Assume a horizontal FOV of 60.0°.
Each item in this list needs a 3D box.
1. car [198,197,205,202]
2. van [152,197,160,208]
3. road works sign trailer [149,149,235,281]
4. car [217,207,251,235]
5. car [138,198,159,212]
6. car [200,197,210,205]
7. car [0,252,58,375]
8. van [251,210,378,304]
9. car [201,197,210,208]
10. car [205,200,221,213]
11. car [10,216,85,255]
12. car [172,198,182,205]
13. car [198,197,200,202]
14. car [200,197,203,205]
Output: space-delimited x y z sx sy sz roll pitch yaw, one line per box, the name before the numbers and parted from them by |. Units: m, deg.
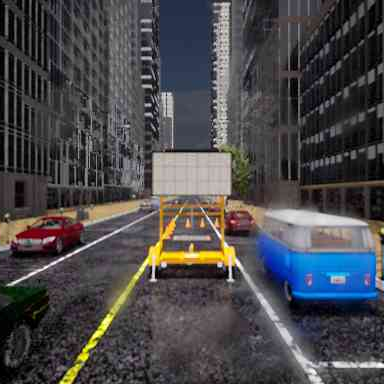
car | 2.680 2.061 93.357 1.887 1.381 4.507 0 0 0
van | -5.697 1.672 53.514 1.690 1.788 3.998 0 0 0
road works sign trailer | -0.001 0.529 9.997 2.380 3.560 2.880 0 0 0
car | 2.688 1.706 19.355 1.802 1.307 4.206 0 0 0
car | -5.696 1.818 42.128 2.008 1.369 4.403 0 0 0
car | 2.682 1.854 70.587 1.967 1.590 4.097 0 0 0
car | -3.100 1.620 2.875 1.895 1.301 4.718 0 0 0
van | 2.689 1.393 7.973 1.690 1.788 3.998 0 0 0
car | 2.685 1.851 47.818 2.008 1.369 4.403 0 0 0
car | 2.686 1.815 36.433 1.802 1.307 4.206 0 0 0
car | -5.693 1.670 13.665 1.802 1.307 4.206 0 0 0
car | -3.009 1.887 66.741 2.128 1.511 4.902 0 0 0
car | 2.683 1.827 64.895 1.967 1.590 4.097 0 0 0
car | 2.684 1.882 53.510 2.008 1.369 4.403 0 0 0
